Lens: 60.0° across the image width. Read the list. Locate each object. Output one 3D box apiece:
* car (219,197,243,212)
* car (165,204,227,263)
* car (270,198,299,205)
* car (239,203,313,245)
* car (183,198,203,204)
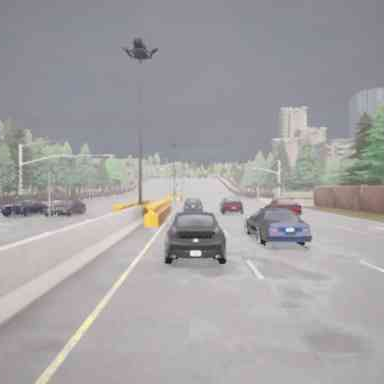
[{"bbox_3d":[3.601,1.198,31.003,1.882,1.535,5.008,0,0,0],"label":"car"},{"bbox_3d":[0.100,1.401,11.570,1.837,1.490,4.892,0,1,0],"label":"car"},{"bbox_3d":[7.101,1.241,26.235,1.882,1.535,5.008,0,0,0],"label":"car"},{"bbox_3d":[3.595,1.414,14.703,2.033,1.411,5.357,0,1,0],"label":"car"},{"bbox_3d":[0.101,1.269,30.809,2.033,1.411,5.357,0,0,0],"label":"car"}]
